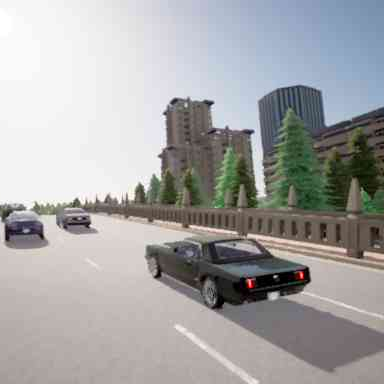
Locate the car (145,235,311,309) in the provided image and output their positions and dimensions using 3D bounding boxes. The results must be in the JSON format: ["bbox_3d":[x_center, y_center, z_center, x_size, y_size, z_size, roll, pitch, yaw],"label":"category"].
[{"bbox_3d":[0.468,1.719,8.272,1.895,1.301,4.718,0,-1,-30],"label":"car"}]

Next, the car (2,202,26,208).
[{"bbox_3d":[-17.588,1.849,33.033,2.097,1.767,4.553,0,-1,-30],"label":"car"}]

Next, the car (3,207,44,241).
[{"bbox_3d":[-9.433,1.805,18.643,1.812,1.442,4.674,0,-1,-30],"label":"car"}]

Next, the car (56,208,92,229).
[{"bbox_3d":[-8.888,1.912,24.779,2.033,1.411,5.357,0,-1,-30],"label":"car"}]
